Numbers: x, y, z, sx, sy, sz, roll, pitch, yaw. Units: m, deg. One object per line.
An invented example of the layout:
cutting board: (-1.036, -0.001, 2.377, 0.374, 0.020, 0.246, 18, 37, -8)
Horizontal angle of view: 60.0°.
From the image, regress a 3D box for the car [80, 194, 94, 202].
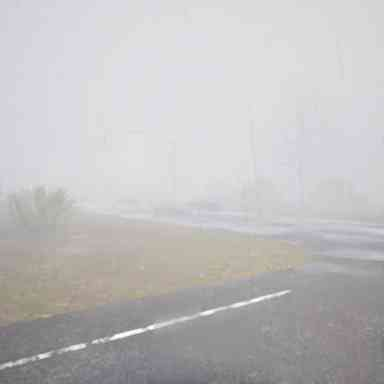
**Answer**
car: (-21.437, 1.129, 66.644, 2.097, 1.767, 4.553, 0, 0, -37)

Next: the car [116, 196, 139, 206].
car: (-10.056, 1.363, 51.687, 1.882, 1.535, 5.008, 0, 0, -37)

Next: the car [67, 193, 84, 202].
car: (-25.142, 1.093, 71.513, 2.097, 1.767, 4.553, 0, 0, -37)

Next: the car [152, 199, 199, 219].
car: (-1.802, 1.505, 29.283, 1.812, 1.442, 4.674, 0, 0, -37)

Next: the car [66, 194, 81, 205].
car: (-19.712, 1.391, 52.849, 1.994, 1.385, 4.181, 0, 0, -37)

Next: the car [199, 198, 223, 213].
car: (1.265, 1.458, 36.810, 1.882, 1.535, 5.008, 0, 0, -37)
